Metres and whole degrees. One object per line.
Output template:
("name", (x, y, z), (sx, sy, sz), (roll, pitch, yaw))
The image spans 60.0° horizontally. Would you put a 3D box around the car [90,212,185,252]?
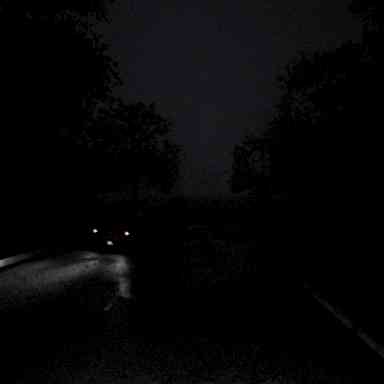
("car", (-2.105, 1.549, 14.163), (1.895, 1.301, 4.718), (1, 1, 25))
